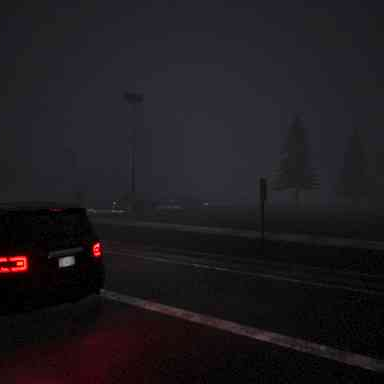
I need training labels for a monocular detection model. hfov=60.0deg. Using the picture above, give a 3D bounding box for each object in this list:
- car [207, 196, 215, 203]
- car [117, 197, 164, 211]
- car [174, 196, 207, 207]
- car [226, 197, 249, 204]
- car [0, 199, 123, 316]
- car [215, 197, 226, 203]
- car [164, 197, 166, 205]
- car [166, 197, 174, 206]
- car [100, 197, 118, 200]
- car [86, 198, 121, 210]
[{"bbox_3d":[3.836,1.606,68.723,2.033,1.411,5.357,0,0,35],"label":"car"},{"bbox_3d":[-6.388,1.594,42.005,2.033,1.411,5.357,0,0,35],"label":"car"},{"bbox_3d":[-0.205,1.551,50.861,1.837,1.490,4.892,0,0,35],"label":"car"},{"bbox_3d":[9.289,1.595,64.376,2.033,1.411,5.357,0,0,35],"label":"car"},{"bbox_3d":[-4.241,1.233,6.975,5.566,2.045,2.150,0,0,35],"label":"car"},{"bbox_3d":[7.278,1.705,67.541,1.895,1.301,4.718,0,0,35],"label":"car"},{"bbox_3d":[-4.975,1.564,56.250,1.837,1.490,4.892,0,0,35],"label":"car"},{"bbox_3d":[-1.629,1.404,54.931,2.097,1.767,4.553,0,0,35],"label":"car"},{"bbox_3d":[-9.321,1.405,43.916,2.097,1.767,4.553,0,0,35],"label":"car"},{"bbox_3d":[-12.172,1.584,45.913,1.812,1.442,4.674,0,0,34],"label":"car"}]
